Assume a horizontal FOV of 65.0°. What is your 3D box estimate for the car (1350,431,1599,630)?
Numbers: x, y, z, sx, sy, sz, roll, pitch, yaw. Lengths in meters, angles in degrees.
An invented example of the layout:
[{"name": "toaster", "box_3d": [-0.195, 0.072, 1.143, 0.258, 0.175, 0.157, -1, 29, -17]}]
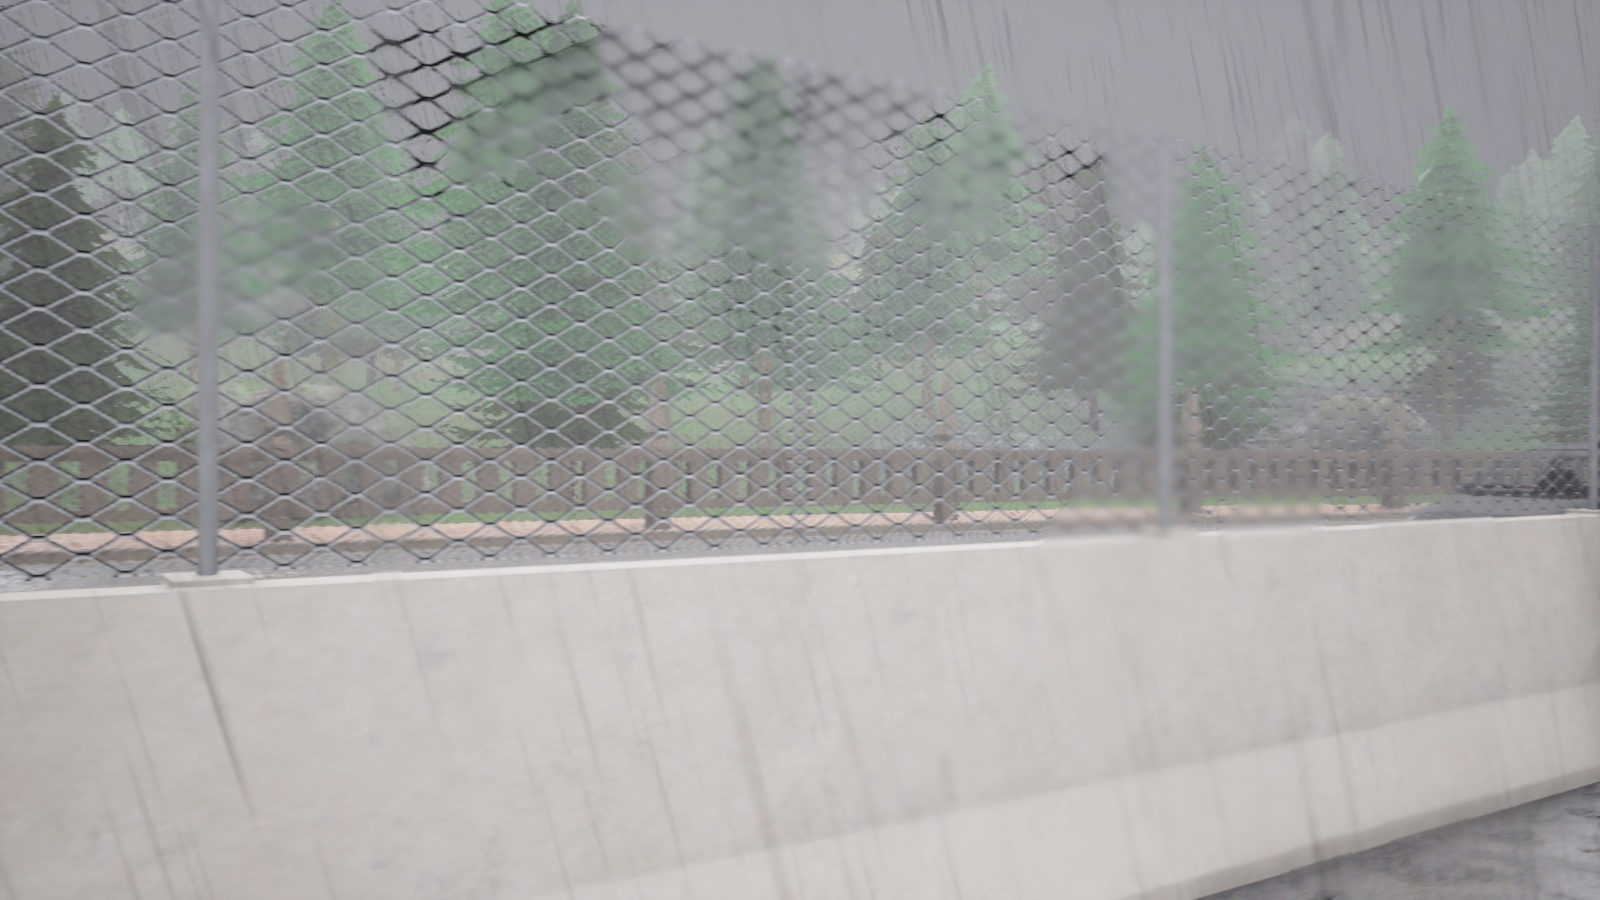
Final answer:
[{"name": "car", "box_3d": [7.390, 0.653, 11.934, 3.988, 1.617, 1.851, 0, 0, -27]}]
